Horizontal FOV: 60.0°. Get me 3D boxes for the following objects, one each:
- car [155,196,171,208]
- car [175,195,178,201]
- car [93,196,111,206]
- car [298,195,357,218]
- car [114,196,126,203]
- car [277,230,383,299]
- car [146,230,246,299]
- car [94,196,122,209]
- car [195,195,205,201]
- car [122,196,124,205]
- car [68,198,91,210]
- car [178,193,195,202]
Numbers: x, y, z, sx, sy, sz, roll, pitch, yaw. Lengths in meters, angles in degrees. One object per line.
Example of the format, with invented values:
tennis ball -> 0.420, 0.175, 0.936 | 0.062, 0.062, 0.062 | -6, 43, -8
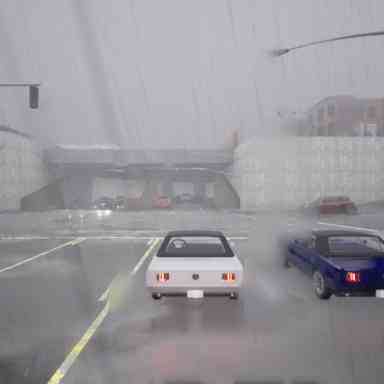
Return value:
car -> -4.207, 1.349, 49.187 | 2.097, 1.767, 4.553 | 0, 0, -2
car -> -2.736, 1.474, 84.684 | 1.882, 1.535, 5.008 | 0, 0, 20
car -> -15.070, 1.523, 56.046 | 1.812, 1.442, 4.674 | 0, 0, -1
car -> 11.484, 1.153, 28.487 | 4.553, 1.767, 2.097 | -4, 0, 0
car -> -15.341, 1.521, 71.031 | 1.812, 1.442, 4.674 | 0, 0, -1
car -> 3.578, 1.600, 8.391 | 1.895, 1.301, 4.718 | 0, 0, 0
car -> 0.078, 1.600, 8.380 | 1.895, 1.301, 4.718 | 0, 0, 0
car -> -11.293, 1.489, 44.548 | 2.128, 1.511, 4.902 | 0, 0, -1
car -> 1.425, 1.532, 85.540 | 2.033, 1.411, 5.357 | 0, 0, 28
car -> -11.569, 1.544, 55.966 | 2.033, 1.411, 5.357 | 0, 0, -1
car -> -14.783, 1.523, 44.111 | 1.812, 1.442, 4.674 | 0, 0, -2
car -> -1.272, 1.220, 75.473 | 2.150, 2.045, 5.566 | 0, 0, 6
